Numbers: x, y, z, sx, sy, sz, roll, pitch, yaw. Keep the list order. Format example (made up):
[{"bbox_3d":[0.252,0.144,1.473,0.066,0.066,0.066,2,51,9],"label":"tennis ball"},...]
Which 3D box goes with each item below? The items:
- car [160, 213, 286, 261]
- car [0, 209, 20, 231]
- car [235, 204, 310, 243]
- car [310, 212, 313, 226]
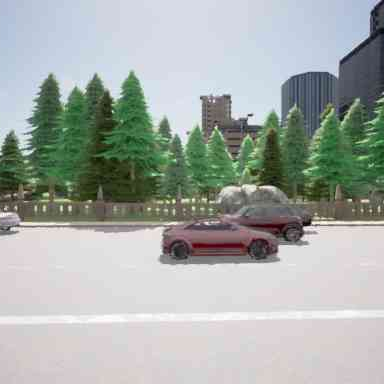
[{"bbox_3d":[0.930,1.604,12.018,4.181,1.385,1.994,0,0,-2],"label":"car"},{"bbox_3d":[-12.198,1.566,18.708,4.674,1.442,1.812,0,0,-2],"label":"car"},{"bbox_3d":[2.857,1.392,15.797,4.553,1.767,2.097,0,0,-2],"label":"car"},{"bbox_3d":[4.477,1.532,19.363,4.902,1.511,2.128,0,0,-2],"label":"car"}]
